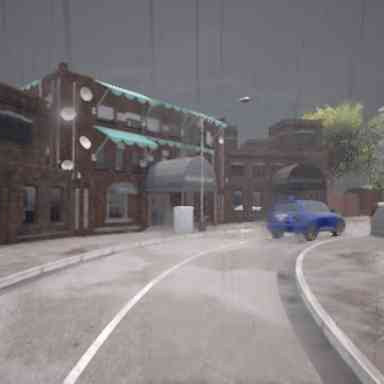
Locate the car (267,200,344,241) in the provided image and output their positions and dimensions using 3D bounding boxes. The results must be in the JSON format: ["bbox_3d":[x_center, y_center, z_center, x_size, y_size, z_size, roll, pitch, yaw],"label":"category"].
[{"bbox_3d":[6.331,1.494,18.296,5.566,2.045,2.150,2,-4,-44],"label":"car"}]
